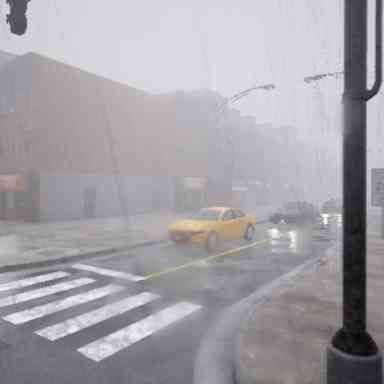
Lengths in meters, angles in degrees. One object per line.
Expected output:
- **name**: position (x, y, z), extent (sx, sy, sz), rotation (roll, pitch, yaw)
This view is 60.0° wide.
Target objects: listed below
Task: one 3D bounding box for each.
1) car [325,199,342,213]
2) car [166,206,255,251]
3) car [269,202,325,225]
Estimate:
- **car**: position (14.311, 1.358, 32.762), extent (1.994, 1.385, 4.181), rotation (0, 0, 36)
- **car**: position (0.947, 1.376, 14.021), extent (1.882, 1.535, 5.008), rotation (0, 1, 35)
- **car**: position (7.110, 1.389, 22.683), extent (2.033, 1.411, 5.357), rotation (0, 0, 36)
